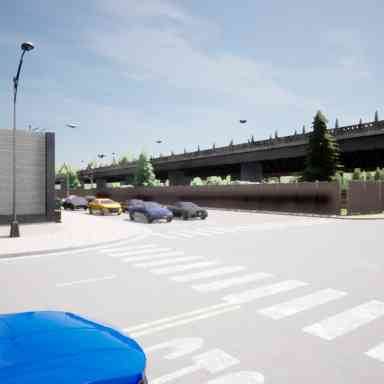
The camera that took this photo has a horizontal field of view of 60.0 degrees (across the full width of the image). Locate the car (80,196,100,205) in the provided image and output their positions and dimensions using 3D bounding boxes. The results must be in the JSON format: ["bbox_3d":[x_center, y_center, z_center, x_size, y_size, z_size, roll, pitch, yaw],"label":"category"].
[{"bbox_3d":[-17.819,1.422,57.832,1.882,1.535,5.008,0,0,-36],"label":"car"}]

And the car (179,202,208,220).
[{"bbox_3d":[-0.541,1.508,27.305,1.994,1.385,4.181,0,0,-36],"label":"car"}]

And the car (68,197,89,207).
[{"bbox_3d":[-17.435,1.470,51.074,1.812,1.442,4.674,0,0,-35],"label":"car"}]

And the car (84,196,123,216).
[{"bbox_3d":[-8.571,1.422,32.520,1.882,1.535,5.008,0,0,-36],"label":"car"}]

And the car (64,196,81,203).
[{"bbox_3d":[-23.745,1.469,65.951,1.812,1.442,4.674,0,0,-36],"label":"car"}]

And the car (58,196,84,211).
[{"bbox_3d":[-14.267,1.492,40.499,2.033,1.411,5.357,0,0,-35],"label":"car"}]

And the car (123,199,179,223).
[{"bbox_3d":[-3.204,1.470,25.015,1.812,1.442,4.674,0,0,-36],"label":"car"}]

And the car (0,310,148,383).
[{"bbox_3d":[-2.624,1.478,1.902,5.008,1.535,1.882,0,0,-36],"label":"car"}]

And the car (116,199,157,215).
[{"bbox_3d":[-5.906,1.492,34.822,2.033,1.411,5.357,0,0,-35],"label":"car"}]

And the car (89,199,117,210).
[{"bbox_3d":[-11.476,1.545,42.632,1.895,1.301,4.718,0,0,-35],"label":"car"}]
